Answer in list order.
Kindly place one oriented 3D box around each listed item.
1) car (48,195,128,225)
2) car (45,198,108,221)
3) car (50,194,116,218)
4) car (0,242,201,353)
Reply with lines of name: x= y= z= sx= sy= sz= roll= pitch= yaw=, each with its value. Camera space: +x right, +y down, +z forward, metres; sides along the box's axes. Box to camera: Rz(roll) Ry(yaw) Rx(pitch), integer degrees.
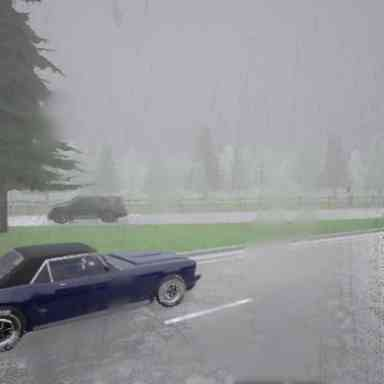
car: x=-7.526 y=1.271 z=24.496 sx=5.566 sy=2.045 sz=2.150 roll=-1 pitch=0 yaw=-2
car: x=-9.607 y=1.418 z=27.992 sx=4.553 sy=1.767 sz=2.097 roll=-1 pitch=0 yaw=-2
car: x=-10.185 y=1.289 z=31.410 sx=5.566 sy=2.045 sz=2.150 roll=-1 pitch=0 yaw=-1
car: x=-2.142 y=1.618 z=6.198 sx=4.718 sy=1.301 sz=1.895 roll=-1 pitch=0 yaw=-37
